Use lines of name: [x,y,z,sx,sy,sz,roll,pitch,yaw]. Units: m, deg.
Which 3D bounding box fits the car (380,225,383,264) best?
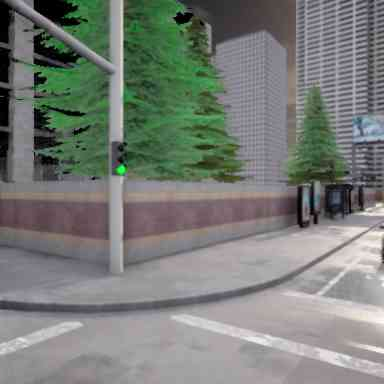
car: [7.536,1.496,11.057,2.128,1.511,4.902,0,0,36]
